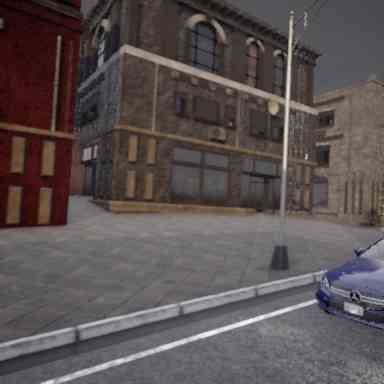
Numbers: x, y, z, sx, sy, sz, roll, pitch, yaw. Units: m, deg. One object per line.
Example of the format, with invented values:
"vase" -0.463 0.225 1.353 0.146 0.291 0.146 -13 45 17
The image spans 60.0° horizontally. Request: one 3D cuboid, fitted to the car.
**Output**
"car" 4.397 1.562 6.448 4.674 1.442 1.812 1 0 -35
